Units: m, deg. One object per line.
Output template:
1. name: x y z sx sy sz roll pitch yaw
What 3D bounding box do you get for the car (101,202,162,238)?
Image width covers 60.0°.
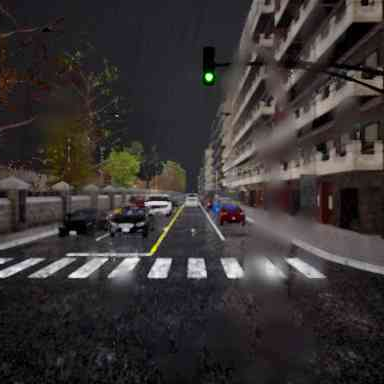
1. car: -3.097 1.509 18.027 2.128 1.511 4.902 0 0 0

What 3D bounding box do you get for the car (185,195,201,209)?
1. car: 0.007 1.590 47.202 1.812 1.442 4.674 0 0 0

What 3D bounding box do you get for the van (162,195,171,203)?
1. van: -5.677 1.469 74.371 1.690 1.788 3.998 0 0 0

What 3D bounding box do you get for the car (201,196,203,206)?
1. car: 2.699 1.613 46.220 2.008 1.369 4.403 0 0 0

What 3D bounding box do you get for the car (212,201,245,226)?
1. car: 2.696 1.569 23.699 1.887 1.381 4.507 0 0 0

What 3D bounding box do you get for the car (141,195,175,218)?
1. car: -3.080 1.258 31.285 2.150 2.045 5.566 0 0 0

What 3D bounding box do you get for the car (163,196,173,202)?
1. car: -5.676 1.695 80.001 2.008 1.369 4.403 0 0 0

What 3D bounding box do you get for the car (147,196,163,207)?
1. car: -5.680 1.513 51.852 1.967 1.590 4.097 0 0 0

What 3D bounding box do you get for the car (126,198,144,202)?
1. car: -5.683 1.557 29.161 1.752 1.417 4.829 0 0 0

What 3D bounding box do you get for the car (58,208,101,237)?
1. car: -5.685 1.583 18.070 1.947 1.339 4.313 0 0 0

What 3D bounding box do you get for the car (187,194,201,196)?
1. car: 0.010 1.307 57.234 2.150 2.045 5.566 0 0 0

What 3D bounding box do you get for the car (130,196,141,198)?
1. car: -5.682 1.356 34.962 2.192 1.841 5.009 0 0 0

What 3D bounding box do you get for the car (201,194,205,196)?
1. car: 2.702 1.401 57.481 2.192 1.841 5.009 0 0 0

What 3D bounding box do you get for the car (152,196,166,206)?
1. car: -5.679 1.526 57.482 1.967 1.590 4.097 0 0 0

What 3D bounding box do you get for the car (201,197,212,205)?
1. car: 2.701 1.649 63.111 2.008 1.369 4.403 0 0 0

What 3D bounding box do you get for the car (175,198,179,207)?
1. car: -3.001 1.620 51.425 2.033 1.411 5.357 0 0 0

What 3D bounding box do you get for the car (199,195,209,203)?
1. car: 2.703 1.568 74.370 1.967 1.590 4.097 0 0 0

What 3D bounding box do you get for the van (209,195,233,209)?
1. van: 2.698 1.374 29.330 1.690 1.788 3.998 0 0 0

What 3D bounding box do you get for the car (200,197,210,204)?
1. car: 2.702 1.658 68.741 1.887 1.381 4.507 0 0 0

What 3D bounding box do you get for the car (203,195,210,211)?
1. car: 2.699 1.492 40.590 1.967 1.590 4.097 0 0 0

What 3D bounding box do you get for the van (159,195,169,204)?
1. van: -5.678 1.454 68.742 1.690 1.788 3.998 0 0 0

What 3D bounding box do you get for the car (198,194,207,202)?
1. car: 2.705 1.478 85.631 2.192 1.841 5.009 0 0 0
